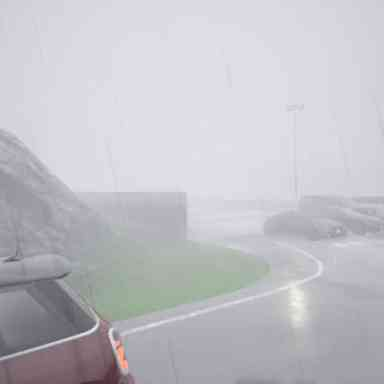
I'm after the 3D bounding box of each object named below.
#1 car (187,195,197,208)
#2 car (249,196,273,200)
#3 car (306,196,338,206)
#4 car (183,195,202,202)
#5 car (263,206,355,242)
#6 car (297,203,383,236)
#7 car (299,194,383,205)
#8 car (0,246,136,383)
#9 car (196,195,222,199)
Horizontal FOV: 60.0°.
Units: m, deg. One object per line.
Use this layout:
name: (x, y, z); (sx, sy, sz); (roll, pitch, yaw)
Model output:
car: (-1.659, 1.554, 45.542); (1.994, 1.385, 4.181); (-1, 0, -35)
car: (11.779, 1.369, 57.169); (1.812, 1.442, 4.674); (-1, 0, -35)
car: (20.111, 1.377, 51.487); (1.994, 1.385, 4.181); (-1, 0, -35)
car: (0.066, 1.345, 73.484); (1.837, 1.490, 4.892); (-1, 0, -36)
car: (5.652, 1.640, 17.053); (1.994, 1.385, 4.181); (-1, 0, -34)
car: (8.497, 1.573, 19.170); (1.812, 1.442, 4.674); (-1, 0, -36)
car: (9.942, 1.240, 23.151); (2.150, 2.045, 5.566); (-1, 0, -35)
car: (-2.711, 1.365, 2.134); (4.553, 1.767, 2.097); (0, 0, -36)
car: (3.294, 1.403, 57.026); (1.837, 1.490, 4.892); (-1, -1, -35)
